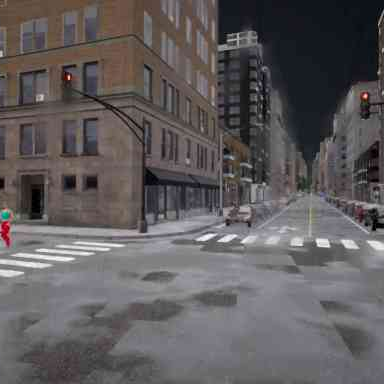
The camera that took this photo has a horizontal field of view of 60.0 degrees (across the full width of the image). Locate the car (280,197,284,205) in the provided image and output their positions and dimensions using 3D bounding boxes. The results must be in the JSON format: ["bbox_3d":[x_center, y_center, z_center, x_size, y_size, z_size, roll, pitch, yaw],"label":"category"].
[{"bbox_3d":[9.125,1.546,38.470,1.887,1.381,4.507,1,0,20],"label":"car"}]

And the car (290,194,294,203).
[{"bbox_3d":[16.608,1.564,59.283,1.947,1.339,4.313,1,0,20],"label":"car"}]

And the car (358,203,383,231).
[{"bbox_3d":[11.537,1.568,19.980,1.947,1.339,4.313,1,0,20],"label":"car"}]

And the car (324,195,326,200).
[{"bbox_3d":[30.248,1.575,72.026,1.802,1.307,4.206,1,0,20],"label":"car"}]

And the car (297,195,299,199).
[{"bbox_3d":[22.222,1.308,74.892,2.192,1.841,5.009,1,0,20],"label":"car"}]

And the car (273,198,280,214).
[{"bbox_3d":[7.254,1.552,33.267,2.008,1.369,4.403,1,0,20],"label":"car"}]

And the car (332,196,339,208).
[{"bbox_3d":[20.893,1.566,46.003,1.947,1.339,4.313,1,0,20],"label":"car"}]

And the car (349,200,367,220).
[{"bbox_3d":[13.408,1.546,25.184,1.887,1.381,4.507,1,0,20],"label":"car"}]

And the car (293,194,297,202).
[{"bbox_3d":[20.349,1.560,69.690,1.947,1.339,4.313,1,0,20],"label":"car"}]

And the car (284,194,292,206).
[{"bbox_3d":[14.680,1.524,53.920,1.752,1.417,4.829,1,0,20],"label":"car"}]

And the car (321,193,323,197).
[{"bbox_3d":[35.863,1.430,87.639,1.967,1.590,4.097,1,0,20],"label":"car"}]

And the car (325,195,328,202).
[{"bbox_3d":[28.377,1.561,66.821,1.947,1.339,4.313,1,0,20],"label":"car"}]

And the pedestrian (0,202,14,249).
[{"bbox_3d":[-7.188,1.250,12.877,0.375,1.860,0.375,0,-1,19],"label":"pedestrian"}]

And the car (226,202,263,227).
[{"bbox_3d":[3.513,1.584,22.861,1.802,1.307,4.206,1,0,20],"label":"car"}]

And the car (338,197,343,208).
[{"bbox_3d":[17.151,1.546,35.594,1.887,1.381,4.507,1,0,20],"label":"car"}]

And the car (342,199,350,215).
[{"bbox_3d":[15.279,1.552,30.389,2.008,1.369,4.403,1,0,20],"label":"car"}]

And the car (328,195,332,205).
[{"bbox_3d":[24.635,1.548,56.412,2.008,1.369,4.403,1,0,20],"label":"car"}]

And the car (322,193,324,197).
[{"bbox_3d":[33.992,1.431,82.434,1.967,1.590,4.097,1,0,20],"label":"car"}]

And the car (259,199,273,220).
[{"bbox_3d":[5.383,1.567,28.064,1.947,1.339,4.313,1,0,20],"label":"car"}]
